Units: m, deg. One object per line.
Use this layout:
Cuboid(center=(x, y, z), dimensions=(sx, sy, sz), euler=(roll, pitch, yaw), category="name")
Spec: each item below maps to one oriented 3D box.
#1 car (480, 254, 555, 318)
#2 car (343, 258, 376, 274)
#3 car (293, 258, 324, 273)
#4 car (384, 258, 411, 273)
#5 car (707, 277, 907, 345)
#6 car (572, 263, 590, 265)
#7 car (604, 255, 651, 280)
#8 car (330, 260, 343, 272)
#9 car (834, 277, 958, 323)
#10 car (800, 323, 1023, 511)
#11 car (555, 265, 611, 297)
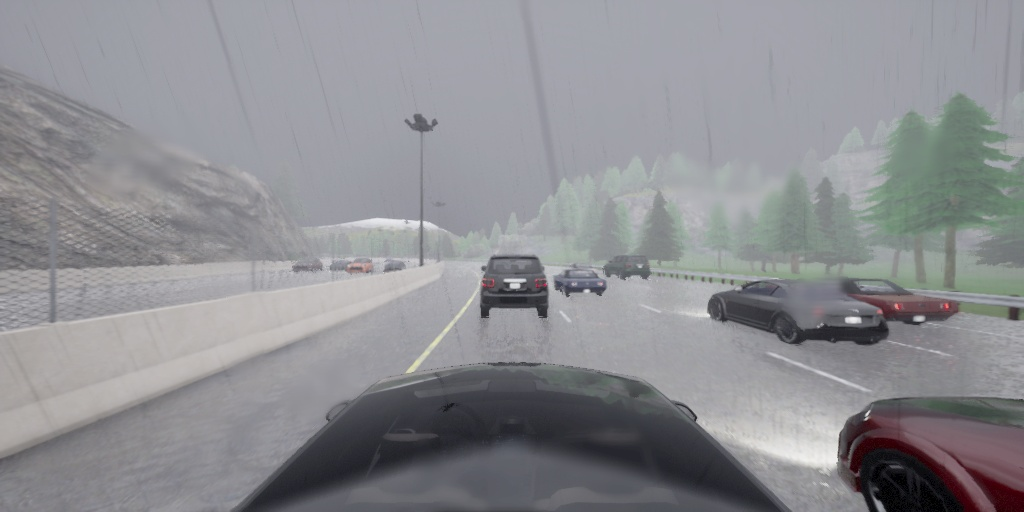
Cuboid(center=(0.032, 0.948, 13.106), dimensions=(2.150, 2.045, 5.566), euler=(0, 0, -1), category="car")
Cuboid(center=(-16.437, 1.024, 39.226), dimensions=(2.097, 1.767, 4.553), euler=(0, 0, -9), category="car")
Cuboid(center=(-24.078, 1.017, 42.524), dimensions=(2.097, 1.767, 4.553), euler=(0, 0, -10), category="car")
Cuboid(center=(-13.061, 1.217, 40.477), dimensions=(2.033, 1.411, 5.357), euler=(0, 0, -9), category="car")
Cuboid(center=(7.075, 1.298, 9.464), dimensions=(1.994, 1.385, 4.181), euler=(0, 0, 0), category="car")
Cuboid(center=(5.912, 1.289, 31.629), dimensions=(1.895, 1.301, 4.718), euler=(0, 0, -6), category="car")
Cuboid(center=(9.569, 0.912, 30.180), dimensions=(2.150, 2.045, 5.566), euler=(0, 0, -5), category="car")
Cuboid(center=(-20.861, 1.209, 44.530), dimensions=(2.033, 1.411, 5.357), euler=(0, 0, -10), category="car")
Cuboid(center=(10.560, 1.330, 11.542), dimensions=(1.895, 1.301, 4.718), euler=(0, 0, -1), category="car")
Cuboid(center=(3.601, 1.315, 1.122), dimensions=(1.994, 1.385, 4.181), euler=(0, 0, 0), category="car")
Cuboid(center=(3.353, 1.315, 18.725), dimensions=(1.895, 1.301, 4.718), euler=(0, 0, -2), category="car")
